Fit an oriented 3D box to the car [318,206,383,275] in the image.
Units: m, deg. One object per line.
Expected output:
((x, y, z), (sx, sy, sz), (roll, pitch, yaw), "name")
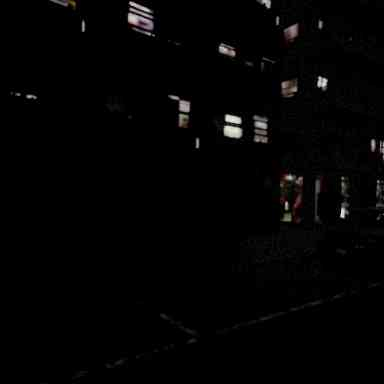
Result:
((6.369, 1.441, 11.077), (5.009, 1.841, 2.192), (1, 1, -35), "car")
